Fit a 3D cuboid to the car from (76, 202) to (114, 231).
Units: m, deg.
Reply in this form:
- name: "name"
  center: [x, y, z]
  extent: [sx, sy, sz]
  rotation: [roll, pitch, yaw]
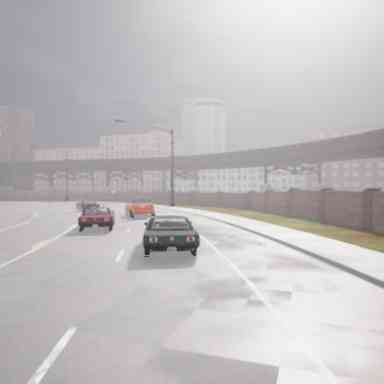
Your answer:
- name: "car"
  center: [-5.720, 1.545, 20.306]
  extent: [1.895, 1.301, 4.718]
  rotation: [0, 0, -12]

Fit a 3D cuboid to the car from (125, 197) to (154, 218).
- name: "car"
  center: [-4.731, 1.243, 29.655]
  extent: [2.097, 1.767, 4.553]
  rotation: [-1, 0, -18]

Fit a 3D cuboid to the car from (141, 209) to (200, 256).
- name: "car"
  center: [-0.915, 1.550, 12.912]
  extent: [1.895, 1.301, 4.718]
  rotation: [0, 0, -7]

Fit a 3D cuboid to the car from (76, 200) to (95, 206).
- name: "car"
  center: [-11.894, 1.515, 37.609]
  extent: [1.895, 1.301, 4.718]
  rotation: [-1, 0, -28]
